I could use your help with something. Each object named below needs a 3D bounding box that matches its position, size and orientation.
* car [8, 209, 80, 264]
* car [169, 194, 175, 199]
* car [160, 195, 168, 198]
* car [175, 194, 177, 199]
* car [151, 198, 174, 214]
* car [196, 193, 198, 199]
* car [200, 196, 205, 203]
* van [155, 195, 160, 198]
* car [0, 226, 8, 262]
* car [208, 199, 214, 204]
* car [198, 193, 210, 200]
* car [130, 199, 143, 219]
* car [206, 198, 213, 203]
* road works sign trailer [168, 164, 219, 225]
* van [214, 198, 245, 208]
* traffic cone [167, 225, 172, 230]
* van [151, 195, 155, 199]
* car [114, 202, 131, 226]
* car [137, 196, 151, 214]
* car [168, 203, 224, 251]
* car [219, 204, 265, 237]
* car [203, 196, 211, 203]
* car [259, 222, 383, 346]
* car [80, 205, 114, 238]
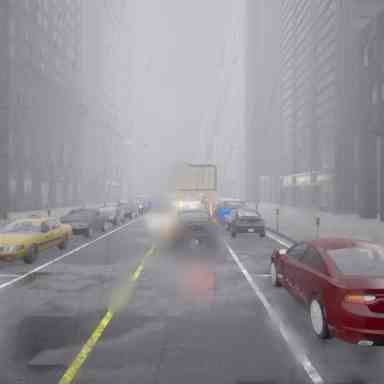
[{"bbox_3d":[-5.775,1.527,11.853,1.752,1.417,4.829,0,0,0],"label":"car"},{"bbox_3d":[-5.835,1.617,79.662,1.887,1.381,4.507,0,0,0],"label":"car"},{"bbox_3d":[-5.816,1.353,57.115,2.192,1.841,5.009,0,0,0],"label":"car"},{"bbox_3d":[-5.845,1.659,90.935,1.947,1.339,4.313,0,0,0],"label":"car"},{"bbox_3d":[-3.133,1.615,35.426,1.895,1.301,4.718,0,0,0],"label":"car"},{"bbox_3d":[2.684,1.608,85.489,1.752,1.417,4.829,0,0,0],"label":"car"},{"bbox_3d":[2.715,1.576,51.502,1.887,1.381,4.507,0,0,0],"label":"car"},{"bbox_3d":[-5.806,1.366,45.843,1.690,1.788,3.998,0,0,0],"label":"van"},{"bbox_3d":[-5.770,1.566,6.387,1.947,1.339,4.313,0,0,0],"label":"car"},{"bbox_3d":[2.734,1.560,28.957,2.008,1.369,4.403,0,0,0],"label":"car"},{"bbox_3d":[2.704,1.361,62.774,2.192,1.841,5.009,0,0,0],"label":"car"},{"bbox_3d":[-5.790,1.575,28.933,1.947,1.339,4.313,0,0,0],"label":"car"},{"bbox_3d":[2.730,1.596,34.593,1.802,1.307,4.206,0,0,0],"label":"car"},{"bbox_3d":[0.148,0.321,17.903,2.380,3.560,2.880,0,0,8],"label":"road works sign trailer"},{"bbox_3d":[2.739,1.347,23.320,1.690,1.788,3.998,0,0,0],"label":"van"},{"bbox_3d":[-1.305,2.075,17.422,0.340,0.340,0.580,0,0,3],"label":"traffic cone"},{"bbox_3d":[-5.801,1.360,40.206,1.690,1.788,3.998,0,0,0],"label":"van"},{"bbox_3d":[-5.785,1.588,23.297,1.802,1.307,4.206,0,0,0],"label":"car"},{"bbox_3d":[-5.796,1.454,34.570,1.967,1.590,4.097,0,0,0],"label":"car"},{"bbox_3d":[0.082,1.487,14.036,1.837,1.490,4.892,0,1,-1],"label":"car"},{"bbox_3d":[2.745,1.554,17.684,2.008,1.369,4.403,0,0,0],"label":"car"},{"bbox_3d":[2.725,1.570,40.229,2.008,1.369,4.403,0,0,0],"label":"car"},{"bbox_3d":[2.755,1.545,6.412,1.887,1.381,4.507,0,0,0],"label":"car"},{"bbox_3d":[-5.780,1.569,17.659,1.947,1.339,4.313,0,0,0],"label":"car"}]
